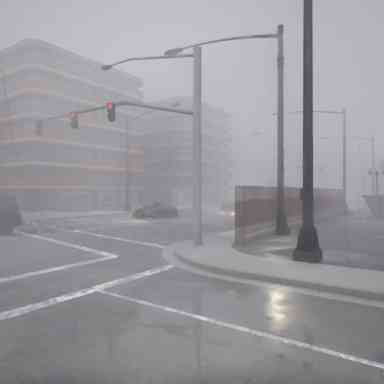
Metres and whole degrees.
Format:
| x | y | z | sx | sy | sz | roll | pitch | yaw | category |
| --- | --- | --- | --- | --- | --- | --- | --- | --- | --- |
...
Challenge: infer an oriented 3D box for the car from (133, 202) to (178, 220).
| x | y | z | sx | sy | sz | roll | pitch | yaw | category |
| --- | --- | --- | --- | --- | --- | --- | --- | --- | --- |
| -2.986 | 1.562 | 27.911 | 1.994 | 1.385 | 4.181 | 0 | 0 | 35 | car |

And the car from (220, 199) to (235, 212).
| x | y | z | sx | sy | sz | roll | pitch | yaw | category |
| --- | --- | --- | --- | --- | --- | --- | --- | --- | --- |
| 5.118 | 1.525 | 39.675 | 1.812 | 1.442 | 4.674 | 0 | 0 | 35 | car |

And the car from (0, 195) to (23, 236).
| x | y | z | sx | sy | sz | roll | pitch | yaw | category |
| --- | --- | --- | --- | --- | --- | --- | --- | --- | --- |
| -11.159 | 1.191 | 16.031 | 2.150 | 2.045 | 5.566 | 0 | 0 | 35 | car |
